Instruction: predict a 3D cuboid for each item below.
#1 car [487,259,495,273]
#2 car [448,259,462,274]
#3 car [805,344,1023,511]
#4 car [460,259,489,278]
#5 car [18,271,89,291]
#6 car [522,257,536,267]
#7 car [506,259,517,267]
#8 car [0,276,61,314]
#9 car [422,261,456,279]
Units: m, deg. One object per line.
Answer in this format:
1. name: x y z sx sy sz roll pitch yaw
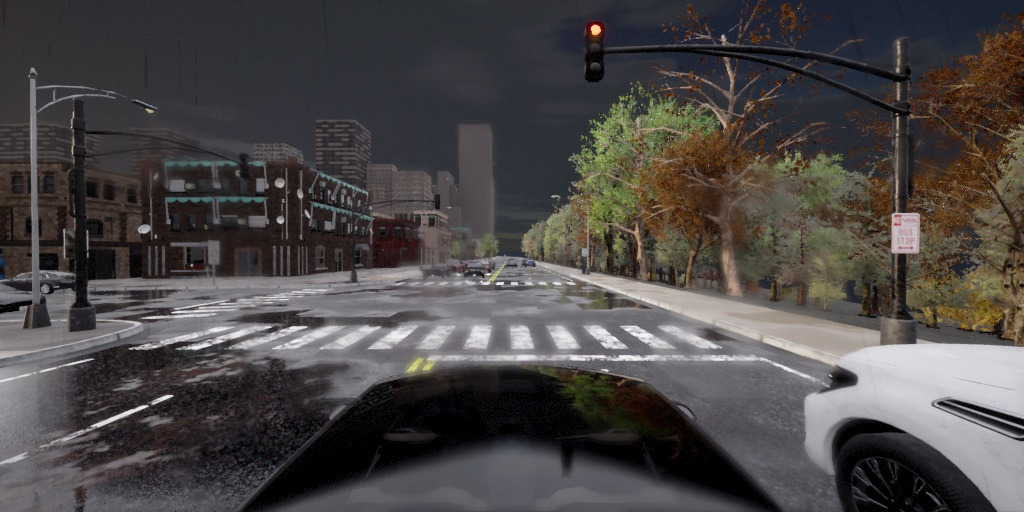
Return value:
1. car: -3.434 1.261 43.328 1.812 1.442 4.674 0 0 0
2. car: -6.681 1.088 41.560 2.097 1.767 4.553 0 0 0
3. car: 3.356 0.972 0.374 2.150 2.045 5.566 0 0 0
4. car: -3.446 1.287 33.865 2.033 1.411 5.357 0 0 -4
5. car: -28.326 1.559 21.616 4.403 1.370 2.007 0 0 0
6. car: 3.204 1.252 64.077 1.812 1.442 4.674 0 0 0
7. car: -0.054 1.290 64.107 1.994 1.385 4.181 0 0 0
8. car: -19.973 1.564 13.123 4.313 1.339 1.948 0 0 0
9. car: -6.678 1.341 32.475 1.895 1.301 4.718 0 0 0
